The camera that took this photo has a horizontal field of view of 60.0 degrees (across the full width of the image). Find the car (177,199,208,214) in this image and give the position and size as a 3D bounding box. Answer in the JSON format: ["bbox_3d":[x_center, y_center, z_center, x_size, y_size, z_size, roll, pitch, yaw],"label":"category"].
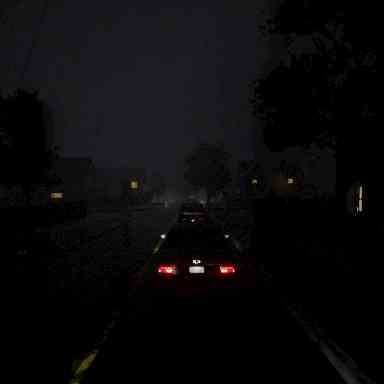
[{"bbox_3d":[0.054,1.494,22.236,2.128,1.511,4.902,0,0,0],"label":"car"}]

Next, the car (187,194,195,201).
[{"bbox_3d":[-0.179,1.422,90.768,2.097,1.767,4.553,0,0,0],"label":"car"}]

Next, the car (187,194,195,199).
[{"bbox_3d":[-0.158,1.728,80.780,1.895,1.301,4.718,0,0,0],"label":"car"}]

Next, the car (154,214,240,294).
[{"bbox_3d":[0.085,1.546,8.920,2.033,1.411,5.357,0,0,0],"label":"car"}]
